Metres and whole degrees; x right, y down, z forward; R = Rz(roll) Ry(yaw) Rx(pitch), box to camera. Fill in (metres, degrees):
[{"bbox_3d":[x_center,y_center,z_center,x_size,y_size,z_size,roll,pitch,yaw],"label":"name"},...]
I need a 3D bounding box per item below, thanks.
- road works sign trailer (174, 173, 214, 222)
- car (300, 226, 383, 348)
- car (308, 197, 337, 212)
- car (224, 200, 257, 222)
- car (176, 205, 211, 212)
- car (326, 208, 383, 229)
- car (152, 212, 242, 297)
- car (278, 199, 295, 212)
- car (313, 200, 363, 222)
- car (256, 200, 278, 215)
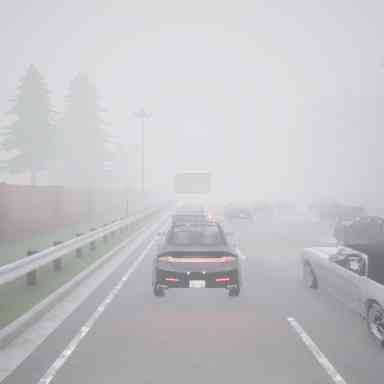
[{"bbox_3d":[0.065,0.464,22.957,2.380,3.560,2.880,0,0,-1],"label":"road works sign trailer"},{"bbox_3d":[3.599,1.601,6.201,1.895,1.301,4.718,0,0,0],"label":"car"},{"bbox_3d":[14.100,1.353,35.534,2.097,1.767,4.553,0,0,0],"label":"car"},{"bbox_3d":[3.606,1.525,26.348,1.812,1.442,4.674,0,0,0],"label":"car"},{"bbox_3d":[0.014,1.474,19.038,1.882,1.535,5.008,0,0,5],"label":"car"},{"bbox_3d":[7.101,1.547,12.155,2.033,1.411,5.357,0,0,0],"label":"car"},{"bbox_3d":[0.101,1.491,8.589,2.128,1.511,4.902,0,0,0],"label":"car"},{"bbox_3d":[10.601,1.526,38.590,1.812,1.442,4.674,0,0,0],"label":"car"},{"bbox_3d":[10.601,1.500,23.657,1.837,1.490,4.892,0,-1,0],"label":"car"},{"bbox_3d":[7.101,1.526,34.162,1.812,1.442,4.674,0,0,0],"label":"car"}]
